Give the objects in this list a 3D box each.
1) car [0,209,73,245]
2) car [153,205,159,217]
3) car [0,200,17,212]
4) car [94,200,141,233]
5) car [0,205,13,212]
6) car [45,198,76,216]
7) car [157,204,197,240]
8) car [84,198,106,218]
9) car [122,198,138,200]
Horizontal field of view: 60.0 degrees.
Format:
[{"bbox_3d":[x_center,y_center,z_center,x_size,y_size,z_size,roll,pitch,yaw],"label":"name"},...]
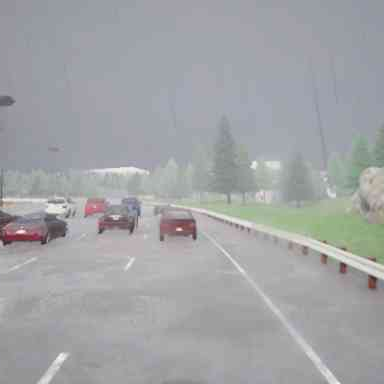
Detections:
[{"bbox_3d":[-7.723,1.755,16.741,1.994,1.385,4.181,0,-1,-5],"label":"car"},{"bbox_3d":[-3.214,2.014,36.538,1.895,1.301,4.718,0,-1,-10],"label":"car"},{"bbox_3d":[-27.188,2.026,48.166,1.882,1.535,5.008,1,-1,-13],"label":"car"},{"bbox_3d":[-4.661,1.596,21.496,2.097,1.767,4.553,0,-1,-6],"label":"car"},{"bbox_3d":[-11.407,1.693,18.829,1.882,1.535,5.008,0,-1,-5],"label":"car"},{"bbox_3d":[-13.490,1.614,34.367,2.150,2.045,5.566,0,0,-10],"label":"car"},{"bbox_3d":[-0.838,1.687,18.516,1.882,1.535,5.008,0,-1,-5],"label":"car"},{"bbox_3d":[-10.214,1.630,35.931,2.150,2.045,5.566,0,0,-10],"label":"car"},{"bbox_3d":[-6.772,1.637,36.549,2.150,2.045,5.566,0,0,-10],"label":"car"}]
